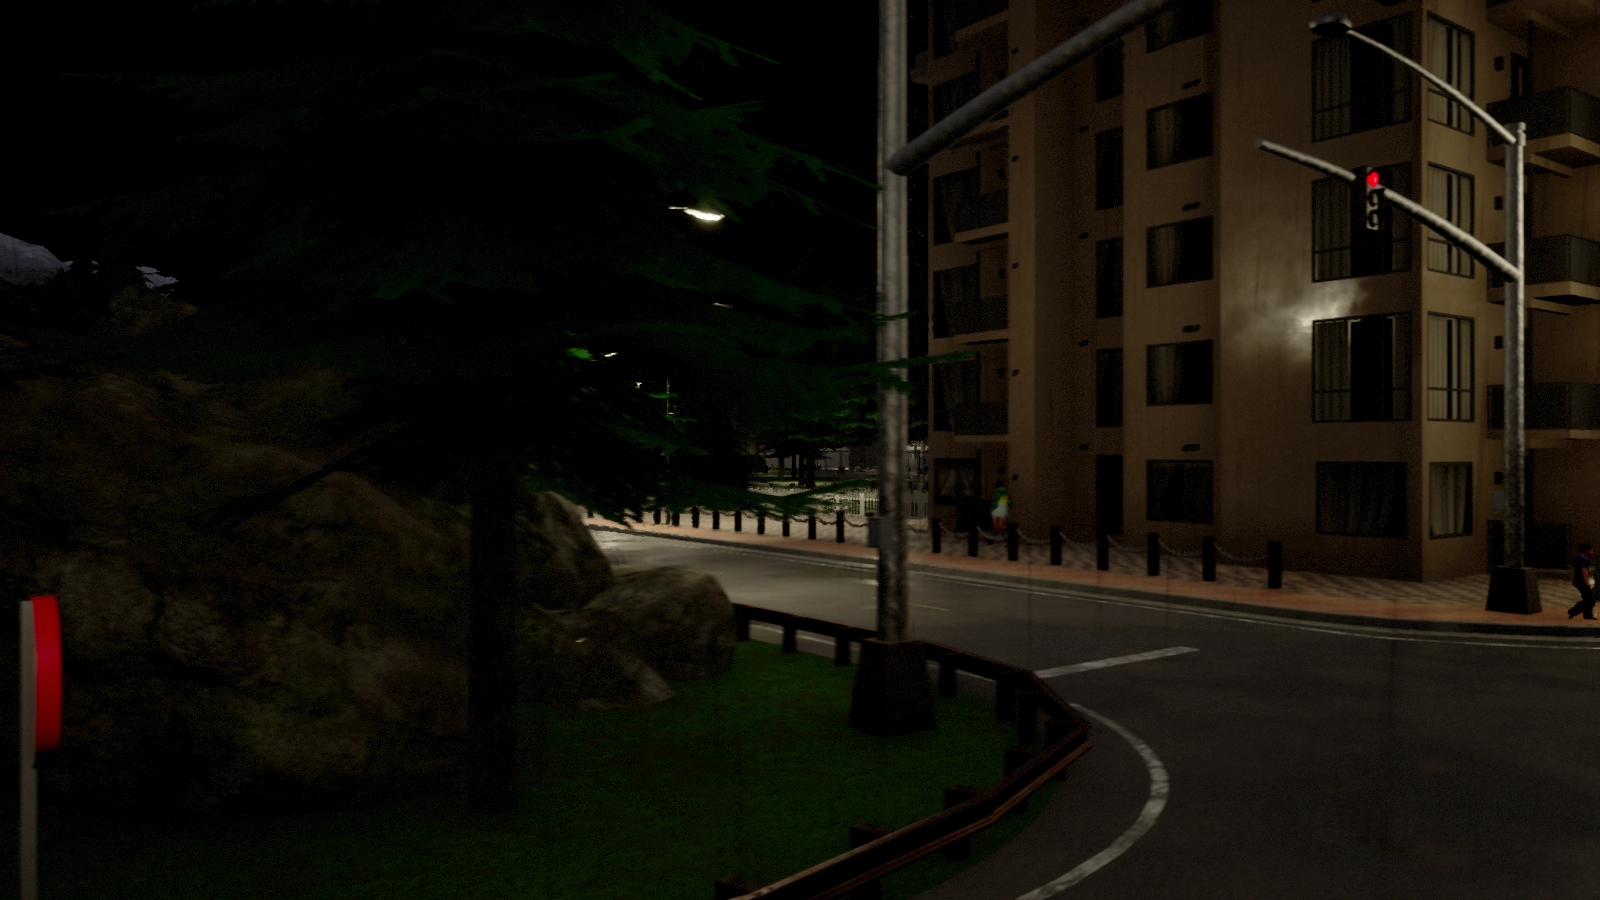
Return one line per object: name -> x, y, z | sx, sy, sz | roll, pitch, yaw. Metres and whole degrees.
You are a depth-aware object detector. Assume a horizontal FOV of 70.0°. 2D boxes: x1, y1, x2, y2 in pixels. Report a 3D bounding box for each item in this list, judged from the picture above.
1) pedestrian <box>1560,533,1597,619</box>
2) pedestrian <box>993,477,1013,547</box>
pedestrian -> 12.183, 1.964, 17.886 | 0.375, 1.300, 0.375 | 0, 0, 17
pedestrian -> 5.543, 1.686, 31.167 | 0.375, 1.860, 0.375 | 0, 0, -36
